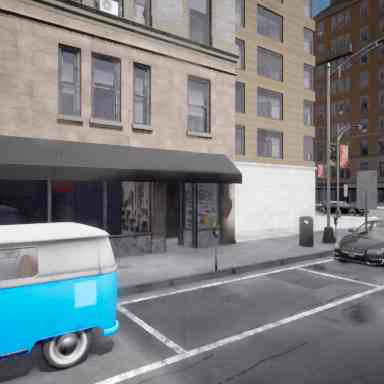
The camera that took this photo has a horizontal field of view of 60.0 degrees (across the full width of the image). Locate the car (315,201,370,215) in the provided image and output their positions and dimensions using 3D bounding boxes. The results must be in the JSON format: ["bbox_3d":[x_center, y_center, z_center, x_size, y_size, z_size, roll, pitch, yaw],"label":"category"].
[{"bbox_3d":[13.847,1.522,30.936,1.895,1.301,4.718,0,0,-35],"label":"car"}]

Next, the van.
[{"bbox_3d":[-2.923,1.341,4.105,3.998,1.788,1.690,0,0,-35],"label":"van"}]

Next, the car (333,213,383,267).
[{"bbox_3d":[6.300,1.550,10.674,4.403,1.369,2.008,0,0,-35],"label":"car"}]
